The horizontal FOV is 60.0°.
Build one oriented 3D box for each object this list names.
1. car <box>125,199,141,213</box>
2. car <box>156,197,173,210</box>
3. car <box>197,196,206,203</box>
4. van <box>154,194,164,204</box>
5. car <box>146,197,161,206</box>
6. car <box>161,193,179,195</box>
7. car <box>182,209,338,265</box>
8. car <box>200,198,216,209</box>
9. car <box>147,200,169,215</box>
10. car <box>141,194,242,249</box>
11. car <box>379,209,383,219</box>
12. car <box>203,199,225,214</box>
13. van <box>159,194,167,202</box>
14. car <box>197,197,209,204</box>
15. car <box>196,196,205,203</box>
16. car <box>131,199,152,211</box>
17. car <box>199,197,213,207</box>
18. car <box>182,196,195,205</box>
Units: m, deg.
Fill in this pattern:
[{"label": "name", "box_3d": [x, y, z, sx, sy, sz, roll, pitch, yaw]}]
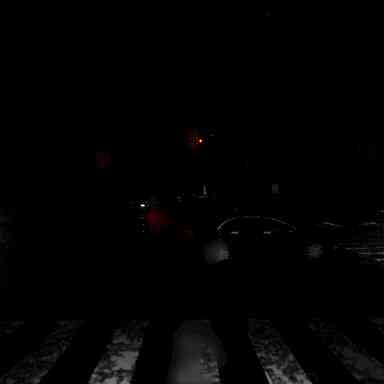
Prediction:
[{"label": "car", "box_3d": [-6.156, 1.556, 36.330, 2.008, 1.369, 4.403, 0, 0, -1]}, {"label": "car", "box_3d": [-3.609, 1.485, 44.834, 1.882, 1.535, 5.008, 0, 0, -1]}, {"label": "car", "box_3d": [1.907, 1.545, 68.112, 1.752, 1.417, 4.829, 0, 0, -1]}, {"label": "van", "box_3d": [-6.599, 1.360, 66.717, 1.690, 1.788, 3.998, 0, 0, -1]}, {"label": "car", "box_3d": [-6.441, 1.578, 55.892, 1.947, 1.339, 4.313, 0, 0, -1]}, {"label": "car", "box_3d": [-3.772, 1.365, 56.931, 2.097, 1.767, 4.553, 0, 0, -1]}, {"label": "car", "box_3d": [2.236, 1.446, 11.015, 4.892, 1.490, 1.837, -1, 0, -1]}, {"label": "car", "box_3d": [2.210, 1.553, 47.339, 1.887, 1.381, 4.507, 0, 0, -1]}, {"label": "car", "box_3d": [-3.473, 1.568, 34.735, 1.994, 1.385, 4.181, 0, 0, -2]}, {"label": "car", "box_3d": [0.887, 1.201, 14.253, 5.566, 2.045, 2.150, -1, 0, -1]}, {"label": "car", "box_3d": [14.625, 1.303, 21.105, 4.718, 1.301, 1.895, -1, 0, -1]}, {"label": "car", "box_3d": [2.369, 1.556, 36.451, 2.008, 1.369, 4.403, 0, 0, -1]}, {"label": "van", "box_3d": [-6.757, 1.368, 77.543, 1.690, 1.788, 3.998, 0, 0, -1]}, {"label": "car", "box_3d": [1.987, 1.567, 62.654, 2.008, 1.369, 4.403, 0, 0, -1]}, {"label": "car", "box_3d": [1.833, 1.589, 73.231, 1.947, 1.339, 4.313, 0, 0, -1]}, {"label": "car", "box_3d": [-6.229, 1.557, 41.322, 2.008, 1.369, 4.403, 0, 0, -1]}, {"label": "car", "box_3d": [2.131, 1.562, 52.783, 2.008, 1.369, 4.403, 0, 0, -1]}, {"label": "car", "box_3d": [-0.639, 1.506, 60.215, 2.128, 1.511, 4.902, 0, 0, -1]}]
